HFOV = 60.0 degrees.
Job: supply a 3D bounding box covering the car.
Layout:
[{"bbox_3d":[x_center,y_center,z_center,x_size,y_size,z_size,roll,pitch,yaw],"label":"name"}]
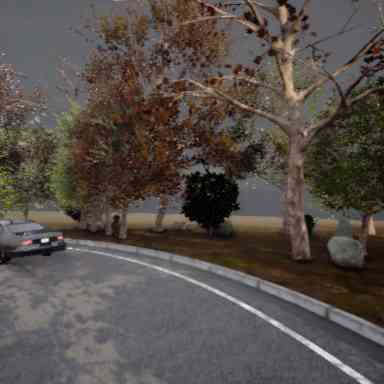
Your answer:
[{"bbox_3d":[-7.007,1.713,12.457,5.357,1.411,2.033,-1,0,33],"label":"car"}]
